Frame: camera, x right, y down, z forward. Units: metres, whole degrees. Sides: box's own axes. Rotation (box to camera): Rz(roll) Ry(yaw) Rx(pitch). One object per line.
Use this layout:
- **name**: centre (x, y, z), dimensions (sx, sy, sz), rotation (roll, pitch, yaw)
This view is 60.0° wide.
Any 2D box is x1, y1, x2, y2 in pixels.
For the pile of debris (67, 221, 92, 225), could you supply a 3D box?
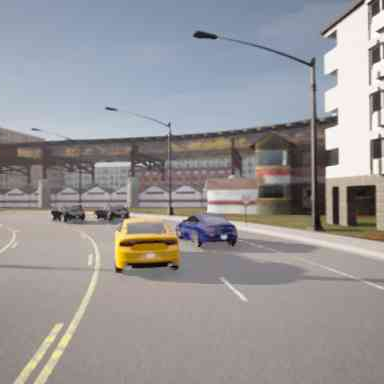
- **pile of debris**: centre (-9.568, 2.598, 28.217), dimensions (1.500, 0.140, 1.860), rotation (0, -1, -38)

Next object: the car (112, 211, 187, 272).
- **car**: centre (-1.704, 1.634, 11.526), dimensions (1.882, 1.535, 5.008), rotation (0, -1, -13)

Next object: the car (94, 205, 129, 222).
- **car**: centre (-7.568, 1.933, 31.021), dimensions (2.128, 1.511, 4.902), rotation (0, -1, -38)

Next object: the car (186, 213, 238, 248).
- **car**: centre (0.613, 1.718, 15.907), dimensions (1.812, 1.442, 4.674), rotation (0, -1, -18)

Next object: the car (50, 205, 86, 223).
- **car**: centre (-11.331, 1.950, 30.152), dimensions (2.128, 1.511, 4.902), rotation (0, -1, -41)

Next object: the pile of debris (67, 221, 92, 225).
- **pile of debris**: centre (-9.568, 2.598, 28.217), dimensions (1.500, 0.140, 1.860), rotation (0, -1, -38)
